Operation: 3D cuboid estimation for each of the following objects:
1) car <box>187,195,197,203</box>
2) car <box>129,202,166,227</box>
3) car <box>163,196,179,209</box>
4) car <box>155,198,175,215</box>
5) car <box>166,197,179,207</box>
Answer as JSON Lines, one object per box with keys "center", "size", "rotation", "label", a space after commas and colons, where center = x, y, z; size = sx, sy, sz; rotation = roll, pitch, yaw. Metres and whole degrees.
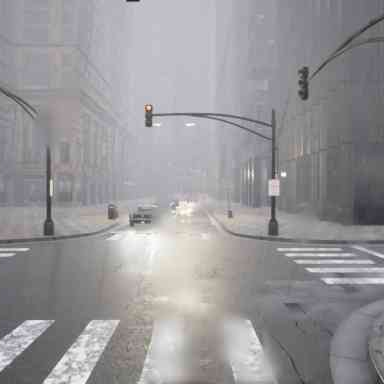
{"center": [0.068, 1.366, 69.674], "size": [2.097, 1.767, 4.553], "rotation": [0, 0, 0], "label": "car"}
{"center": [-3.110, 1.601, 23.201], "size": [1.895, 1.301, 4.718], "rotation": [0, 0, 0], "label": "car"}
{"center": [-3.115, 1.354, 43.146], "size": [2.097, 1.767, 4.553], "rotation": [0, 0, 0], "label": "car"}
{"center": [-3.108, 1.564, 33.144], "size": [1.994, 1.385, 4.181], "rotation": [0, 0, 0], "label": "car"}
{"center": [-3.076, 1.531, 53.187], "size": [1.812, 1.442, 4.674], "rotation": [0, 0, 0], "label": "car"}
